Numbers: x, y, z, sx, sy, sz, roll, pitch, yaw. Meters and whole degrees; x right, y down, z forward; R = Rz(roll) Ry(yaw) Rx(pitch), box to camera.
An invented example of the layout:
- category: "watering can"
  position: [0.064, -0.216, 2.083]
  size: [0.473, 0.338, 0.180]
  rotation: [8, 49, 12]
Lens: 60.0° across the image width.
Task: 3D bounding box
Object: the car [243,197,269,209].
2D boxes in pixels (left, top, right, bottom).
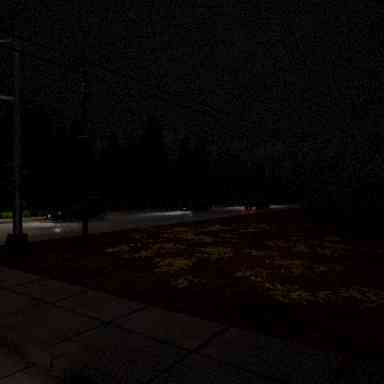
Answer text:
- category: "car"
  position: [8.344, 1.360, 42.830]
  size: [2.128, 1.511, 4.902]
  rotation: [0, 0, 37]

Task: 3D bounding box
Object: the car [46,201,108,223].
- category: "car"
  position: [-8.826, 1.508, 25.860]
  size: [1.837, 1.490, 4.892]
  rotation: [0, 0, 37]

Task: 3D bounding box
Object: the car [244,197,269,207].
- category: "car"
  position: [9.896, 1.505, 50.974]
  size: [1.895, 1.301, 4.718]
  rotation: [0, 0, 37]

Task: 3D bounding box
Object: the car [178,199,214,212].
- category: "car"
  position: [0.483, 1.521, 38.420]
  size: [1.895, 1.301, 4.718]
  rotation: [0, 0, 37]
